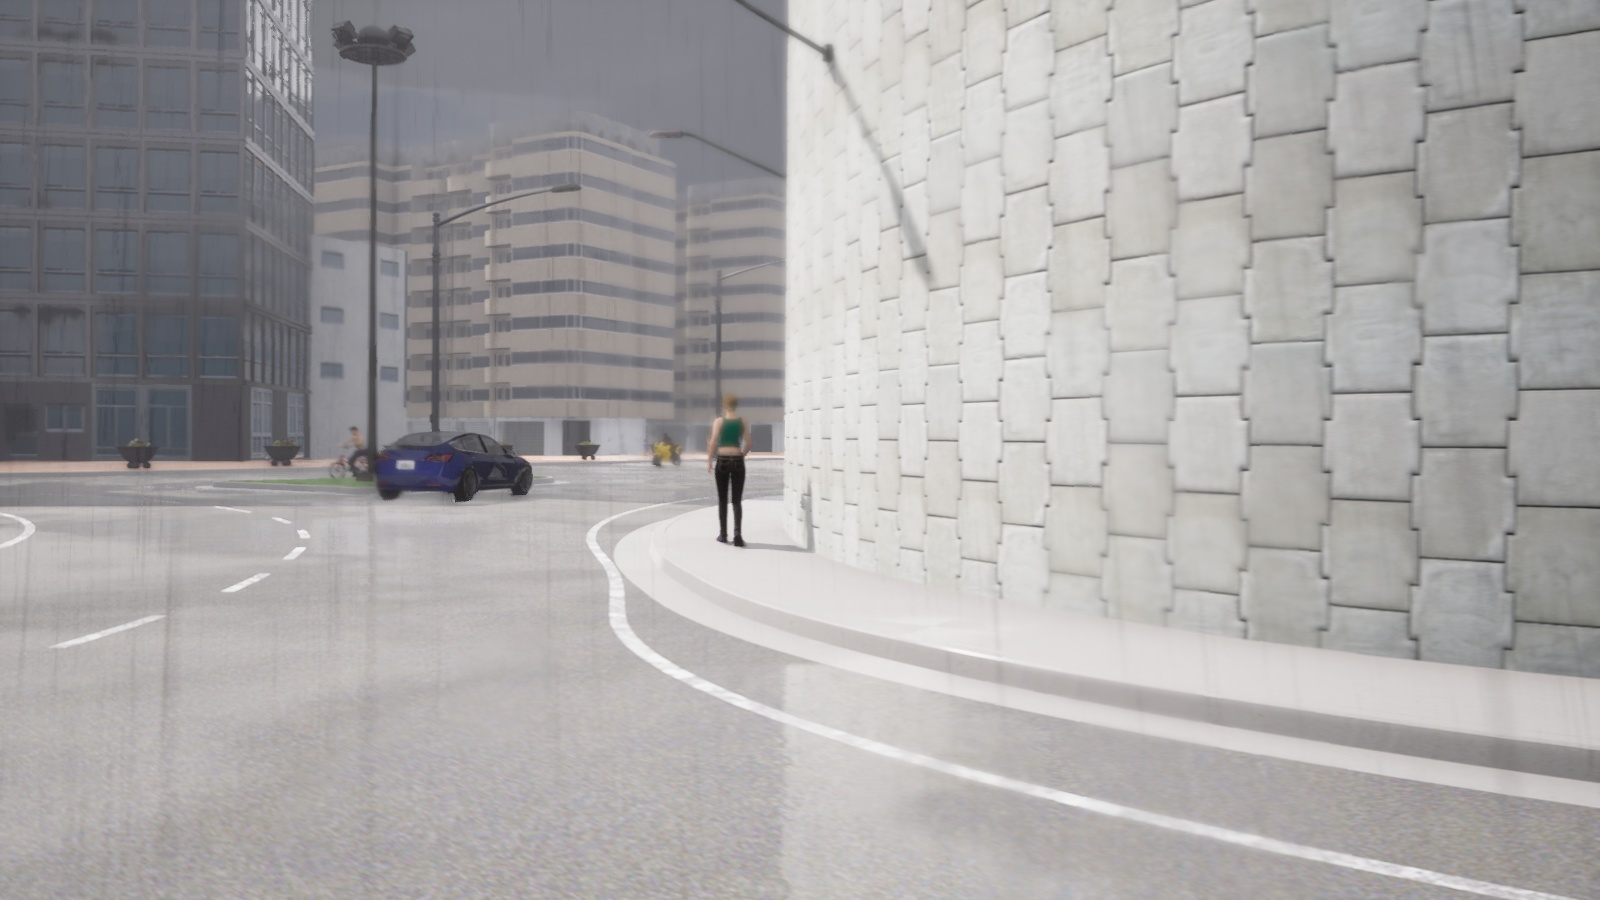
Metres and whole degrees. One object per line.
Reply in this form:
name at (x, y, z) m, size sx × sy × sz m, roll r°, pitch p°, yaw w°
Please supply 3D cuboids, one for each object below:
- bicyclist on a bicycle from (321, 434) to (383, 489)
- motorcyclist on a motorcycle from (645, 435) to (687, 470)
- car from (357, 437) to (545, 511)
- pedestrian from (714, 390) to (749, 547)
bicyclist on a bicycle at (-13.600, 0.343, 38.133) m, size 0.866 × 1.612 × 1.509 m, roll 0°, pitch 1°, yaw 37°
motorcyclist on a motorcycle at (-5.976, 0.097, 56.075) m, size 0.797 × 1.523 × 2.044 m, roll 0°, pitch 1°, yaw 31°
car at (-7.659, 0.468, 28.120) m, size 2.163 × 1.488 × 4.792 m, roll 0°, pitch 1°, yaw 10°
pedestrian at (-0.828, 0.213, 15.056) m, size 0.345 × 1.836 × 0.594 m, roll -1°, pitch 1°, yaw -9°
